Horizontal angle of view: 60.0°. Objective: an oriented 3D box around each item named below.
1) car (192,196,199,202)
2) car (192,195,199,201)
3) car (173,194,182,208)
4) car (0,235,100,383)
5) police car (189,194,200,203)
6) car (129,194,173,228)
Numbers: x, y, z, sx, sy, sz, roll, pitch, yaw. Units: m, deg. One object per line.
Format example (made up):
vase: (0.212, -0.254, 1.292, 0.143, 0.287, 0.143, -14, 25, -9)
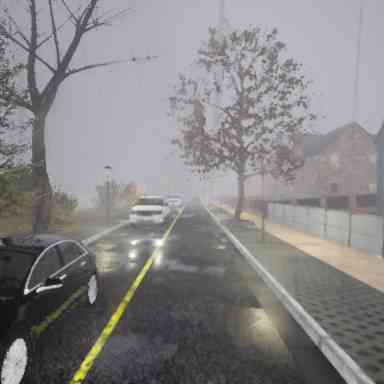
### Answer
car: (0.883, 1.762, 85.657, 1.812, 1.442, 4.674, 0, 0, 0)
car: (0.887, 1.715, 91.848, 1.801, 1.575, 5.366, 0, 0, 0)
car: (-2.784, 1.344, 51.890, 2.150, 2.045, 5.566, 0, 0, 0)
car: (-2.844, 1.516, 5.146, 1.837, 1.490, 4.892, 0, -1, 0)
police car: (0.876, 1.626, 75.768, 1.930, 1.638, 5.238, 0, 0, 0)
car: (-2.755, 1.272, 22.728, 2.150, 2.045, 5.566, 0, -1, 0)
